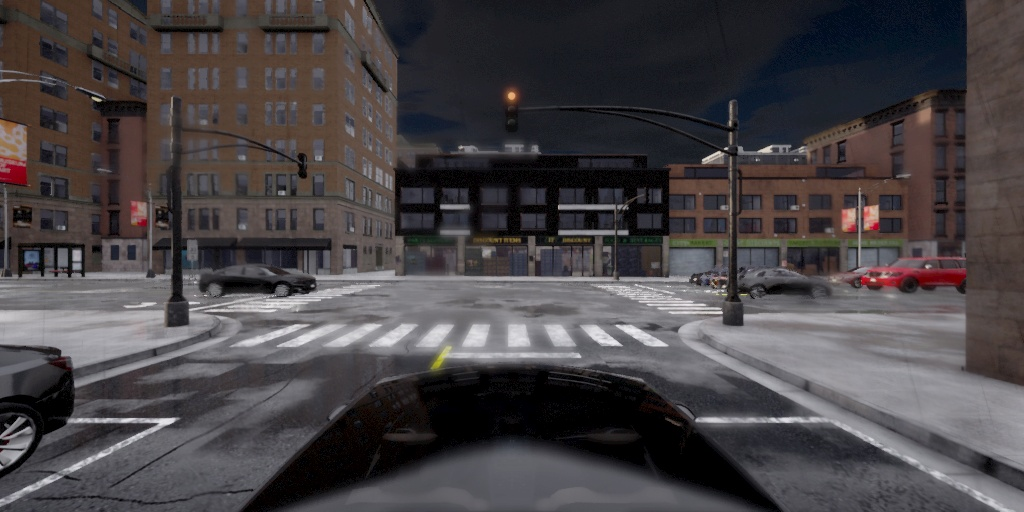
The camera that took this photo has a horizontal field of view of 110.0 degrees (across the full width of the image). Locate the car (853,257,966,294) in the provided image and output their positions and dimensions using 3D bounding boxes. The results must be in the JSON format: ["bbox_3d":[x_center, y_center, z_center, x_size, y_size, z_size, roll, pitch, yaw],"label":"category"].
[{"bbox_3d":[23.998,1.100,21.043,5.566,2.045,2.150,0,0,0],"label":"car"}]

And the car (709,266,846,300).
[{"bbox_3d":[12.801,1.312,17.551,4.902,1.511,2.128,0,0,0],"label":"car"}]

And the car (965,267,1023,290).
[{"bbox_3d":[34.121,1.497,24.352,4.181,1.385,1.994,0,0,0],"label":"car"}]

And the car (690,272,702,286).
[{"bbox_3d":[14.405,1.392,24.260,4.181,1.385,1.994,0,0,0],"label":"car"}]

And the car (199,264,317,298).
[{"bbox_3d":[-12.200,1.174,17.427,5.008,1.535,1.882,0,0,0],"label":"car"}]

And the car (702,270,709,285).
[{"bbox_3d":[14.105,1.352,21.008,4.674,1.442,1.812,0,0,1],"label":"car"}]

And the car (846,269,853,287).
[{"bbox_3d":[24.167,1.405,24.298,4.674,1.442,1.812,0,0,0],"label":"car"}]

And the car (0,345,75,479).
[{"bbox_3d":[-5.387,1.316,1.910,1.948,1.339,4.313,0,0,0],"label":"car"}]
